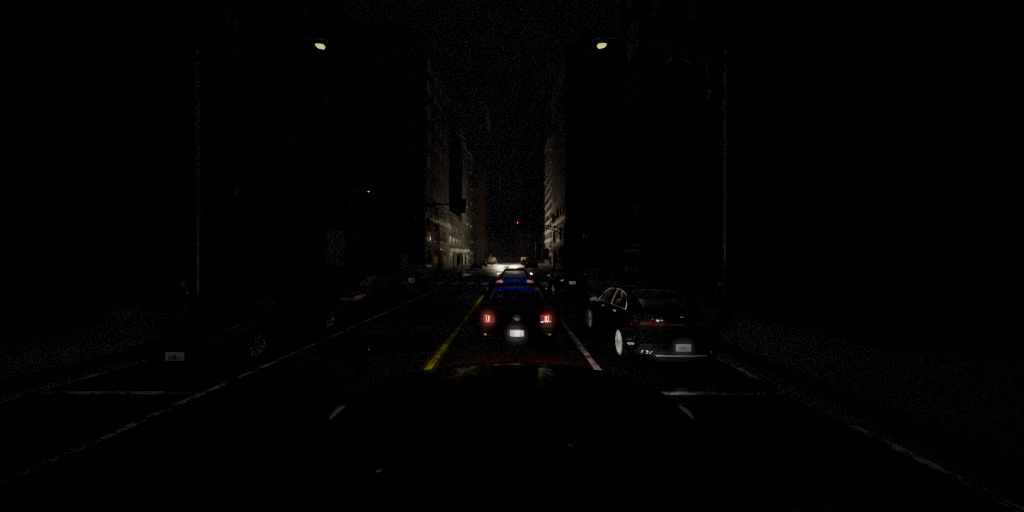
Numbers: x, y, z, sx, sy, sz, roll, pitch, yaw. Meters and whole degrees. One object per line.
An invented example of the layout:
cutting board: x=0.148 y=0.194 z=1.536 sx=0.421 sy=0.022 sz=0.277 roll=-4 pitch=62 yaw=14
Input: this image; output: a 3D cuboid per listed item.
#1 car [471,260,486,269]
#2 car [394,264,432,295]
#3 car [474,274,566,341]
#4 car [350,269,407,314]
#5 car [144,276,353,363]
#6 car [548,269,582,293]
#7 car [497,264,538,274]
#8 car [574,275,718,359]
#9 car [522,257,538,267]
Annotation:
car: x=-5.477 y=1.368 z=56.301 sx=1.802 sy=1.307 sz=4.207 roll=0 pitch=0 yaw=0
car: x=-5.619 y=1.190 z=19.200 sx=1.967 sy=1.591 sz=4.097 roll=0 pitch=0 yaw=0
car: x=0.118 y=1.351 z=9.797 sx=1.895 sy=1.301 sz=4.718 roll=0 pitch=0 yaw=0
car: x=-5.635 y=1.332 z=13.698 sx=1.802 sy=1.307 sz=4.207 roll=0 pitch=0 yaw=0
car: x=-5.650 y=1.315 z=8.197 sx=1.948 sy=1.339 sz=4.313 roll=0 pitch=0 yaw=0
car: x=2.907 y=1.316 z=19.175 sx=1.948 sy=1.339 sz=4.313 roll=0 pitch=0 yaw=0
car: x=0.145 y=1.315 z=18.556 sx=1.994 sy=1.385 sz=4.181 roll=0 pitch=0 yaw=1
car: x=2.875 y=1.300 z=8.172 sx=2.007 sy=1.370 sz=4.403 roll=0 pitch=0 yaw=0
car: x=3.048 y=1.226 z=56.264 sx=1.967 sy=1.591 sz=4.097 roll=0 pitch=0 yaw=0
